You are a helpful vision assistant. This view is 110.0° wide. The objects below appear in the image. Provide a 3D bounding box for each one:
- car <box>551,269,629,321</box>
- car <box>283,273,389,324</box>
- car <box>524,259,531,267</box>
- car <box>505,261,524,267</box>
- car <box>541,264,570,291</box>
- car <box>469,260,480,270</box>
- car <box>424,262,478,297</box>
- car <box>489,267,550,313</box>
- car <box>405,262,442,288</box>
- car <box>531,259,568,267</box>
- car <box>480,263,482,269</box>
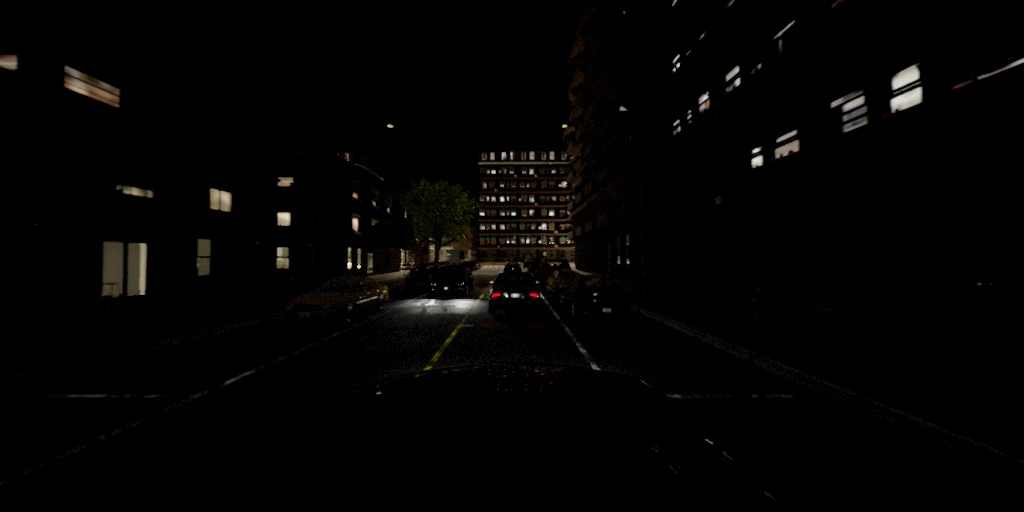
[{"bbox_3d":[2.692,1.309,12.388,2.007,1.370,4.403,0,0,0],"label":"car"},{"bbox_3d":[-5.655,1.284,12.161,1.751,1.417,4.829,0,0,0],"label":"car"},{"bbox_3d":[2.695,1.354,40.821,1.948,1.339,4.313,0,0,0],"label":"car"},{"bbox_3d":[0.105,1.353,41.182,1.994,1.385,4.181,0,0,0],"label":"car"},{"bbox_3d":[2.693,1.290,18.245,1.751,1.417,4.829,0,0,0],"label":"car"},{"bbox_3d":[-5.652,1.361,46.450,1.948,1.339,4.313,0,0,0],"label":"car"},{"bbox_3d":[-3.097,1.270,19.209,1.837,1.490,4.892,0,0,0],"label":"car"},{"bbox_3d":[0.101,1.308,13.934,2.033,1.411,5.357,0,0,0],"label":"car"},{"bbox_3d":[-5.654,1.209,23.703,1.967,1.591,4.097,0,0,0],"label":"car"},{"bbox_3d":[2.693,1.084,23.762,2.192,1.841,5.009,0,0,0],"label":"car"},{"bbox_3d":[-5.651,1.353,52.138,2.007,1.370,4.403,0,0,0],"label":"car"}]
